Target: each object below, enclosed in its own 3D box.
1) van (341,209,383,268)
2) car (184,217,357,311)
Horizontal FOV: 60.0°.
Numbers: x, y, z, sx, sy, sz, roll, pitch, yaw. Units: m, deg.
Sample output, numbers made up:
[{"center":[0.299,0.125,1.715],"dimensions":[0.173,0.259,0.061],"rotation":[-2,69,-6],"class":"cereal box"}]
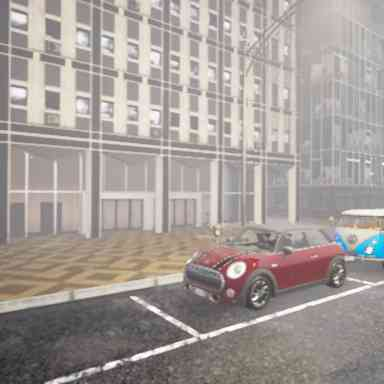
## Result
[{"center":[6.416,1.463,11.142],"dimensions":[3.998,1.788,1.690],"rotation":[1,-1,-36],"class":"van"},{"center":[1.783,1.503,7.836],"dimensions":[4.097,1.590,1.967],"rotation":[1,-1,-36],"class":"car"}]
